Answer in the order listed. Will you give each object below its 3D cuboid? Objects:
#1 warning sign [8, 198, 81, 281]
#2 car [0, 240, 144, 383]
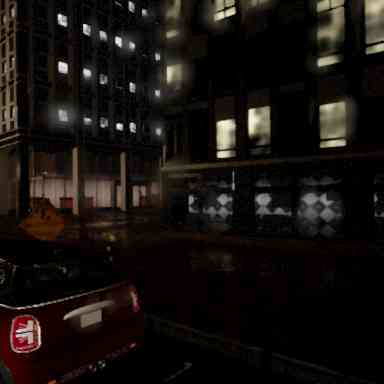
[{"bbox_3d":[-3.701,1.094,8.386,1.060,1.860,1.300,-1,0,37],"label":"warning sign"},{"bbox_3d":[-2.675,1.428,4.876,4.097,1.590,1.967,0,-1,37],"label":"car"}]
